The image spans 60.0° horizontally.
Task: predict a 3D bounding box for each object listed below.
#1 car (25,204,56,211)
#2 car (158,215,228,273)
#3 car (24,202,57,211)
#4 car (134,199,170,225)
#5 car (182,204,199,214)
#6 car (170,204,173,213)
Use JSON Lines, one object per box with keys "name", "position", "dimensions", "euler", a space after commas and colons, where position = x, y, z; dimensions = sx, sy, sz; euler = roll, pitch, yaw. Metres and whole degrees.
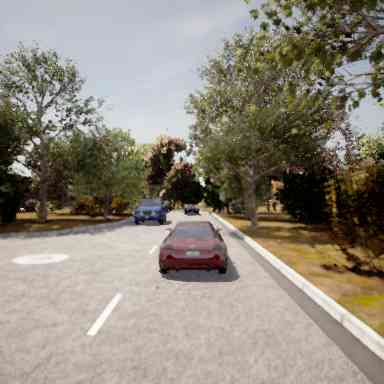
{"name": "car", "position": [-24.629, 2.449, 54.091], "dimensions": [4.892, 1.490, 1.837], "euler": [-1, -1, 5]}
{"name": "car", "position": [0.056, 1.640, 10.945], "dimensions": [1.994, 1.385, 4.181], "euler": [0, -1, 1]}
{"name": "car", "position": [-26.223, 2.546, 57.628], "dimensions": [5.008, 1.535, 1.882], "euler": [0, -2, 6]}
{"name": "car", "position": [-3.288, 1.554, 27.207], "dimensions": [2.150, 2.045, 5.566], "euler": [0, -1, 0]}
{"name": "car", "position": [-0.222, 2.294, 44.444], "dimensions": [1.895, 1.301, 4.718], "euler": [0, -1, -6]}
{"name": "car", "position": [-4.894, 2.008, 48.807], "dimensions": [2.150, 2.045, 5.566], "euler": [3, -3, -34]}
